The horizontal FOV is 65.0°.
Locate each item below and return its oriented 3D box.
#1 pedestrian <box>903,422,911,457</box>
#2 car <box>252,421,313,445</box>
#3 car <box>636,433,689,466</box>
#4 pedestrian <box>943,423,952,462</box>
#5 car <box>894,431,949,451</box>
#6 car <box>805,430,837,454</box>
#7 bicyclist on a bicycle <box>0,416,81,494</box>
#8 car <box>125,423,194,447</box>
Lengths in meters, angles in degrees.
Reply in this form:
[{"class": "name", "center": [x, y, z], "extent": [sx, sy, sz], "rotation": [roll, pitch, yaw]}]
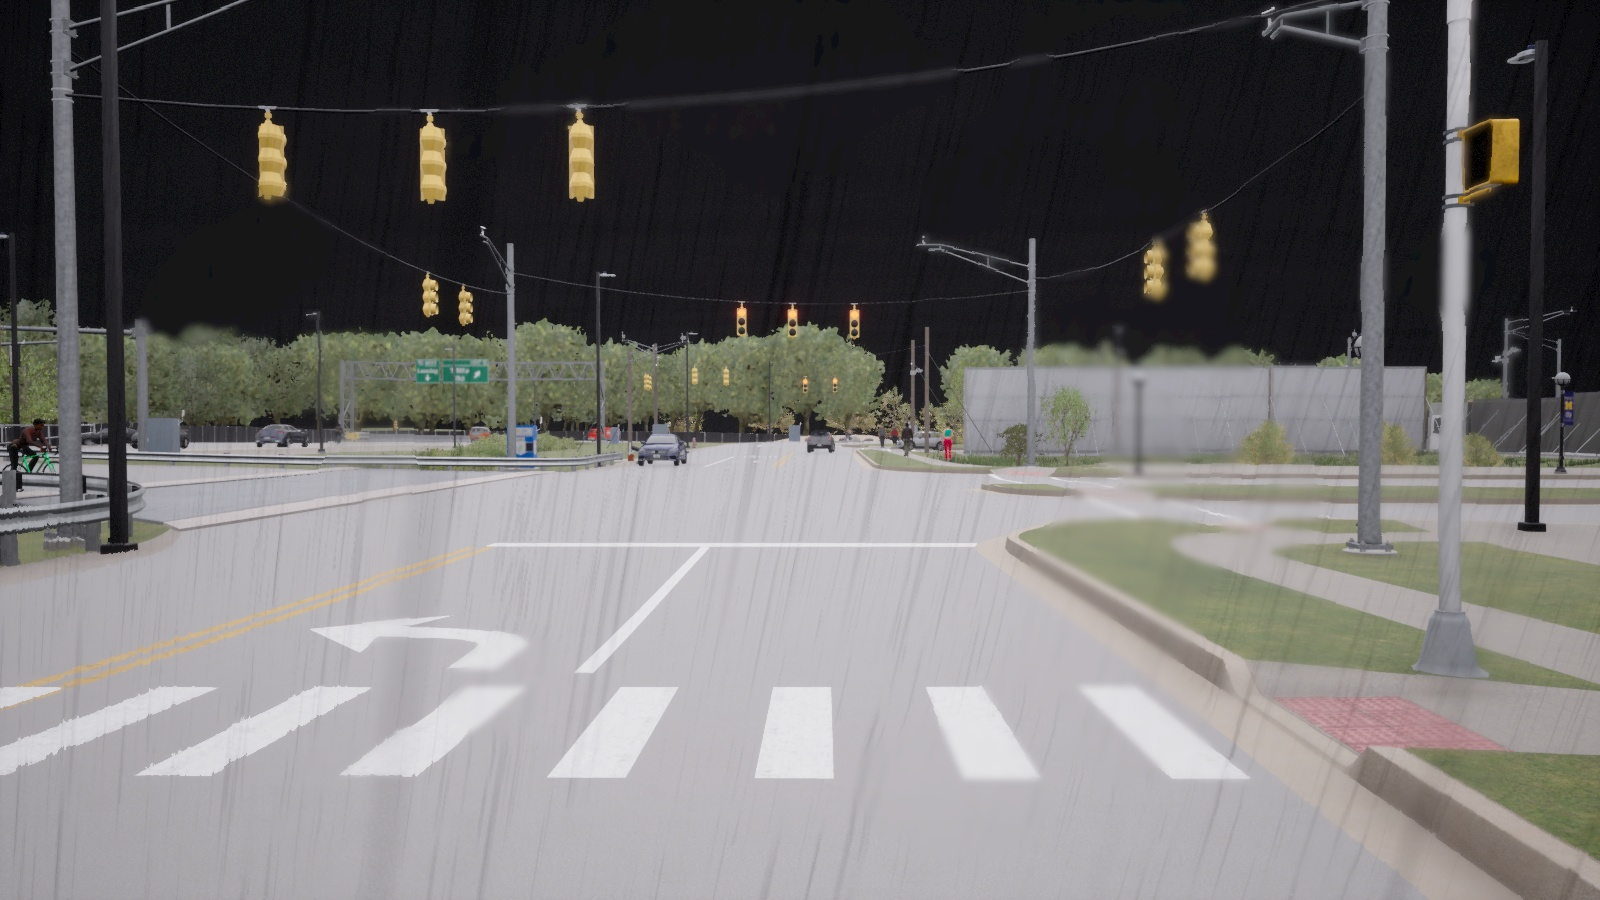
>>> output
[{"class": "pedestrian", "center": [5.685, -0.572, 66.733], "extent": [0.431, 1.840, 0.703], "rotation": [0, 2, 3]}, {"class": "car", "center": [-36.852, -1.215, 89.572], "extent": [2.152, 1.651, 5.027], "rotation": [0, 1, 1]}, {"class": "car", "center": [-6.295, -0.042, 57.913], "extent": [1.812, 1.442, 4.674], "rotation": [0, 1, 1]}, {"class": "pedestrian", "center": [6.968, -0.373, 59.211], "extent": [0.345, 1.836, 0.594], "rotation": [0, 2, 0]}, {"class": "car", "center": [9.388, -0.710, 97.241], "extent": [3.806, 1.475, 1.970], "rotation": [1, 2, -9]}, {"class": "car", "center": [1.424, -0.557, 83.866], "extent": [1.845, 1.501, 3.633], "rotation": [0, 1, 5]}, {"class": "bicyclist on a bicycle", "center": [-16.783, 0.111, 27.556], "extent": [1.656, 1.620, 0.582], "rotation": [-2, 0, 8]}, {"class": "car", "center": [-40.517, -0.946, 79.600], "extent": [2.007, 1.525, 4.514], "rotation": [0, 1, 1]}]
